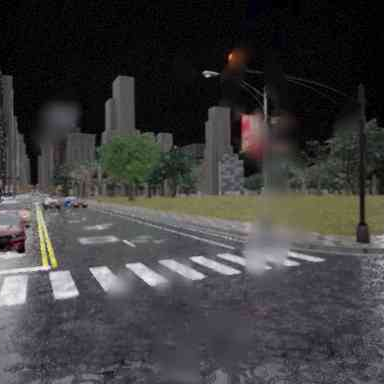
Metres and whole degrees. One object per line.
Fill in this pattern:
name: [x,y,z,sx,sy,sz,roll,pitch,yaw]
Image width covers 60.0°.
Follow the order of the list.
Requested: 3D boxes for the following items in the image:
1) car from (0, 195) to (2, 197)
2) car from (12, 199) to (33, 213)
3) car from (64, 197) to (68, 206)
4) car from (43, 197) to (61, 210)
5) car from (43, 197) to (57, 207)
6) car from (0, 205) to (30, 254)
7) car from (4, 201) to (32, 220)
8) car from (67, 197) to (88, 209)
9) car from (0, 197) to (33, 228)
car: [-23.370,1.335,38.964,2.150,2.045,5.566,-1,0,-25]
car: [-19.915,1.633,39.234,1.994,1.385,4.181,-1,0,-25]
car: [-19.460,1.480,53.657,1.882,1.535,5.008,-1,0,-25]
car: [-18.147,1.556,43.261,1.812,1.442,4.674,-1,0,-25]
car: [-22.398,1.550,52.271,1.837,1.490,4.892,-1,0,-25]
car: [-7.718,1.511,13.374,1.882,1.535,5.008,-1,0,-26]
car: [-15.696,1.604,30.225,2.033,1.411,5.357,-1,0,-25]
car: [-15.219,1.589,44.674,1.895,1.301,4.718,-1,0,-25]
car: [-11.608,1.397,21.553,2.097,1.767,4.553,-1,0,-25]
